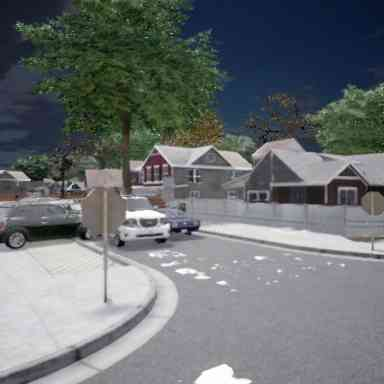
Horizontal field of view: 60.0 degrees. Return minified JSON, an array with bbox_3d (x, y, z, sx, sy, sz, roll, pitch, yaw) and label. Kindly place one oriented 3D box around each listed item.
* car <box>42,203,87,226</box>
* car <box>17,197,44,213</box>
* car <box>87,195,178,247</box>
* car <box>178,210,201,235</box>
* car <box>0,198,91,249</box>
[{"bbox_3d":[-9.061,1.490,23.397,1.895,1.301,4.718,0,0,-35],"label":"car"},{"bbox_3d":[-16.978,1.327,34.830,1.812,1.442,4.674,0,1,-34],"label":"car"},{"bbox_3d":[-3.006,1.177,15.385,2.150,2.045,5.566,0,1,-30],"label":"car"},{"bbox_3d":[-1.605,1.541,17.572,1.895,1.301,4.718,0,1,-34],"label":"car"},{"bbox_3d":[-6.363,1.306,14.623,2.097,1.767,4.553,1,1,43],"label":"car"}]
